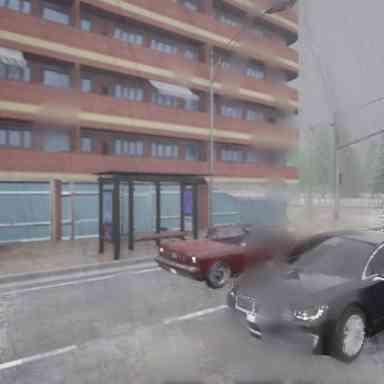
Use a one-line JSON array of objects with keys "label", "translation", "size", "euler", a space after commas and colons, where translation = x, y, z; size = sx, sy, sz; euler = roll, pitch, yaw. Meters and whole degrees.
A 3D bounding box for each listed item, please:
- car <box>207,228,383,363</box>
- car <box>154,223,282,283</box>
[{"label": "car", "translation": [2.804, 1.484, 5.930], "size": [4.892, 1.490, 1.837], "euler": [0, 0, -35]}, {"label": "car", "translation": [1.383, 1.575, 9.209], "size": [4.718, 1.301, 1.895], "euler": [0, 0, -35]}]
